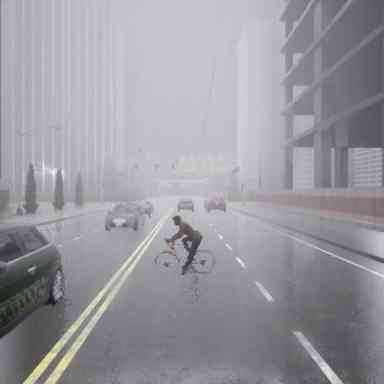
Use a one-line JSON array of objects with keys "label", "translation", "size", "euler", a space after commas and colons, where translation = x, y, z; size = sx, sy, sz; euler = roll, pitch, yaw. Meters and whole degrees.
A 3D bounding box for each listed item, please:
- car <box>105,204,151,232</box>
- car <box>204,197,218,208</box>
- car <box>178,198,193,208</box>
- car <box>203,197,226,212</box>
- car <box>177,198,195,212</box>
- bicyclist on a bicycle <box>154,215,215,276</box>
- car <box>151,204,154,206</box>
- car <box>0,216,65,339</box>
[{"label": "car", "translation": [-3.990, 1.491, 20.404], "size": [2.128, 1.511, 4.902], "euler": [0, 0, -1]}, {"label": "car", "translation": [2.734, 1.505, 48.345], "size": [1.837, 1.490, 4.892], "euler": [0, 0, 2]}, {"label": "car", "translation": [-0.949, 1.564, 48.488], "size": [1.994, 1.385, 4.181], "euler": [0, 0, -1]}, {"label": "car", "translation": [2.780, 1.352, 39.141], "size": [2.097, 1.767, 4.553], "euler": [0, 0, -1]}, {"label": "car", "translation": [-0.722, 1.491, 39.254], "size": [2.128, 1.511, 4.902], "euler": [0, 0, -1]}, {"label": "bicyclist on a bicycle", "translation": [-0.216, 1.455, 8.989], "size": [1.656, 1.620, 0.582], "euler": [-2, 0, -1]}, {"label": "car", "translation": [-4.015, 1.206, 25.911], "size": [1.994, 1.385, 4.181], "euler": [0, 0, -1]}, {"label": "car", "translation": [-3.665, 1.352, 5.018], "size": [2.097, 1.767, 4.553], "euler": [0, 0, -1]}]
